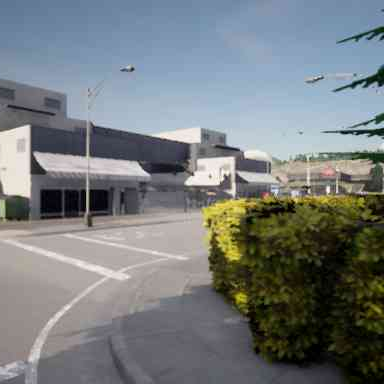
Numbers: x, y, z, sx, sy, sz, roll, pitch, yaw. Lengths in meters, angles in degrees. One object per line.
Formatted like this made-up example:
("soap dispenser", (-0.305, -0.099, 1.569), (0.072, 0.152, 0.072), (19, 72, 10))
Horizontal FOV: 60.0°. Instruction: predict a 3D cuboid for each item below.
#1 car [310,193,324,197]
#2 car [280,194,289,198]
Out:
("car", (28.258, 1.332, 77.336), (2.007, 1.523, 4.514), (0, 0, 39))
("car", (20.939, 1.236, 74.248), (1.970, 1.475, 3.806), (0, 0, 39))
